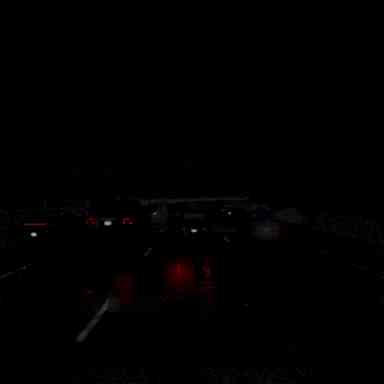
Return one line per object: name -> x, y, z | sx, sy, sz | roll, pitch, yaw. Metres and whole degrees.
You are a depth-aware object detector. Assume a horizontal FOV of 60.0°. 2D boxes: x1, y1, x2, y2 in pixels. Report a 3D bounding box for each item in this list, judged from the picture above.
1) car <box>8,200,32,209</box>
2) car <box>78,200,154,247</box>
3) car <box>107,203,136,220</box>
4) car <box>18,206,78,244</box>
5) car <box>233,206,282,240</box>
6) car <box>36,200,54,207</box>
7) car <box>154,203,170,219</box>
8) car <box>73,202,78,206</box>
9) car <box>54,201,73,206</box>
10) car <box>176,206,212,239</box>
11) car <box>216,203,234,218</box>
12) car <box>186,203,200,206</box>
car -> -28.006, 2.063, 54.214 | 1.837, 1.490, 4.892 | 0, -1, 1
car -> -3.397, 1.388, 16.101 | 2.150, 2.045, 5.566 | 0, -1, 0
car -> -6.893, 1.847, 33.169 | 1.837, 1.490, 4.892 | 0, -1, 0
car -> -6.897, 1.667, 16.930 | 2.128, 1.511, 4.902 | 0, -1, 0
car -> 3.603, 1.715, 18.296 | 1.812, 1.442, 4.674 | 0, -1, 0
car -> -24.465, 2.057, 56.250 | 1.882, 1.535, 5.008 | 0, 0, 1
car -> -3.393, 1.847, 33.172 | 1.837, 1.490, 4.892 | 0, -1, 0
car -> -17.490, 2.092, 54.970 | 1.812, 1.442, 4.674 | 0, -1, 1
car -> -20.962, 2.143, 56.221 | 1.994, 1.385, 4.181 | 0, -1, 1
car -> 0.089, 1.716, 18.353 | 1.812, 1.442, 4.674 | 0, -1, 0
car -> 3.593, 1.878, 34.127 | 1.812, 1.442, 4.674 | 0, -1, 0
car -> 0.106, 1.835, 34.658 | 1.882, 1.535, 5.008 | 0, -1, 0
